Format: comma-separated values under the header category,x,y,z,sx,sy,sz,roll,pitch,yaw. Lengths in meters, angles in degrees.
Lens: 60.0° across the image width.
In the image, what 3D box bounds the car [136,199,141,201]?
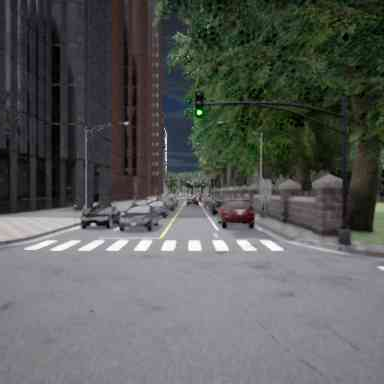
category,x,y,z,sx,sy,sz,roll,pitch,yaw
car,-5.760,1.520,37.947,2.008,1.369,4.403,0,0,0

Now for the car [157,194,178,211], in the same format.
category,x,y,z,sx,sy,sz,roll,pitch,yaw
car,-3.082,1.321,39.362,2.097,1.767,4.553,0,0,0

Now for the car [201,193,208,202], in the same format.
category,x,y,z,sx,sy,sz,roll,pitch,yaw
car,2.766,1.406,48.867,1.967,1.590,4.097,0,0,0

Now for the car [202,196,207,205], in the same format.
category,x,y,z,sx,sy,sz,roll,pitch,yaw
car,2.765,1.518,43.411,2.008,1.369,4.403,0,0,0

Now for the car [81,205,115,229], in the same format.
category,x,y,z,sx,sy,sz,roll,pitch,yaw
car,-5.761,1.541,21.576,1.947,1.339,4.313,0,0,0

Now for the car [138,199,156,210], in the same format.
category,x,y,z,sx,sy,sz,roll,pitch,yaw
car,-5.760,1.549,43.404,1.802,1.307,4.206,0,0,0

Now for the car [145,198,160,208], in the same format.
category,x,y,z,sx,sy,sz,roll,pitch,yaw
car,-5.760,1.547,48.861,1.802,1.307,4.206,0,0,0

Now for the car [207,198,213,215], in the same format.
category,x,y,z,sx,sy,sz,roll,pitch,yaw
car,2.765,1.537,32.498,1.947,1.339,4.313,0,0,0

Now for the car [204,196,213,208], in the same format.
category,x,y,z,sx,sy,sz,roll,pitch,yaw
car,2.765,1.520,37.954,2.008,1.369,4.403,0,0,0

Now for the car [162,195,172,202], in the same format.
category,x,y,z,sx,sy,sz,roll,pitch,yaw
car,-5.758,1.504,76.147,1.887,1.381,4.507,0,0,0

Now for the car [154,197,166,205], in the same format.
category,x,y,z,sx,sy,sz,roll,pitch,yaw
car,-5.759,1.543,59.776,1.802,1.307,4.206,0,0,0

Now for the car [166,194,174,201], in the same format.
category,x,y,z,sx,sy,sz,roll,pitch,yaw
car,-5.758,1.401,87.061,1.967,1.590,4.097,0,0,0

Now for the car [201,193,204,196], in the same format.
category,x,y,z,sx,sy,sz,roll,pitch,yaw
car,2.766,1.404,54.324,1.967,1.590,4.097,0,0,0

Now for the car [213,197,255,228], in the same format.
category,x,y,z,sx,sy,sz,roll,pitch,yaw
car,2.764,1.291,21.585,2.192,1.841,5.009,0,0,0

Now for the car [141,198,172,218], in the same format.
category,x,y,z,sx,sy,sz,roll,pitch,yaw
car,-3.096,1.498,29.627,1.812,1.442,4.674,0,0,0

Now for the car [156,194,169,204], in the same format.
category,x,y,z,sx,sy,sz,roll,pitch,yaw
car,-5.759,1.275,65.232,2.192,1.841,5.009,0,0,0

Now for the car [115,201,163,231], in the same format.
category,x,y,z,sx,sy,sz,roll,pitch,yaw
car,-3.137,1.502,20.477,1.812,1.442,4.674,0,0,1

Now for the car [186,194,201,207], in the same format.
category,x,y,z,sx,sy,sz,roll,pitch,yaw
car,0.103,1.469,51.769,1.837,1.490,4.892,0,0,0

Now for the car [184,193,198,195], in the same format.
category,x,y,z,sx,sy,sz,roll,pitch,yaw
car,0.004,1.452,62.163,2.128,1.511,4.902,0,0,0

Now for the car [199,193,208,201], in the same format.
category,x,y,z,sx,sy,sz,roll,pitch,yaw
car,2.767,1.276,81.606,2.192,1.841,5.009,0,0,0

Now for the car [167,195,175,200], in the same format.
category,x,y,z,sx,sy,sz,roll,pitch,yaw
car,-5.758,1.513,92.518,2.008,1.369,4.403,0,0,0

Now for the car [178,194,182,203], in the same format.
category,x,y,z,sx,sy,sz,roll,pitch,yaw
car,-3.029,1.456,49.755,2.128,1.511,4.902,0,0,0
